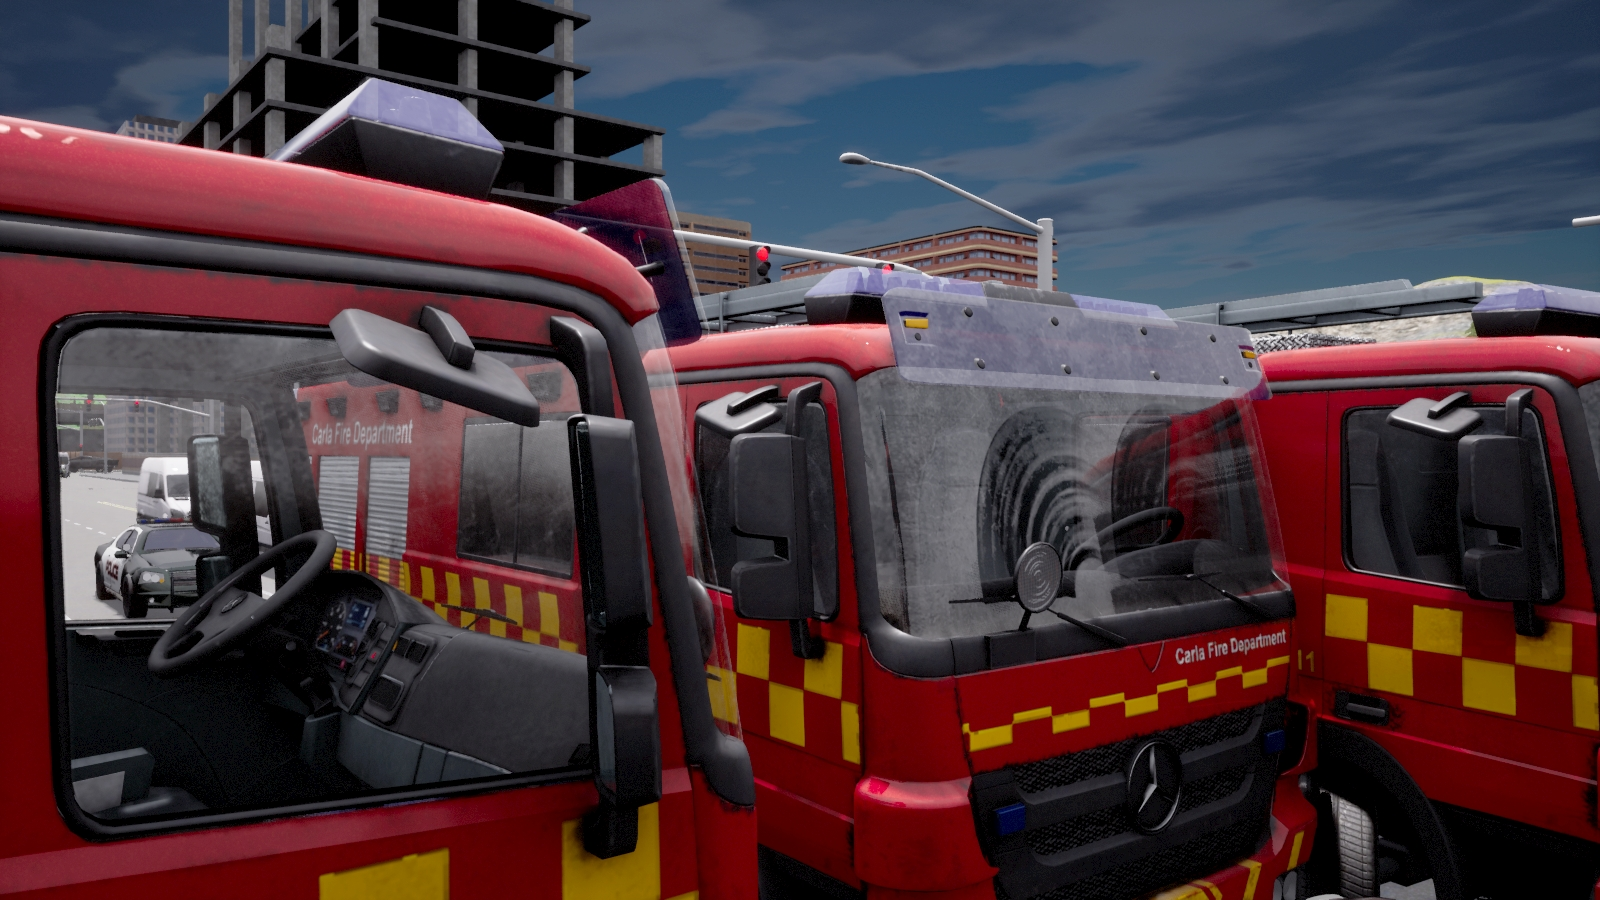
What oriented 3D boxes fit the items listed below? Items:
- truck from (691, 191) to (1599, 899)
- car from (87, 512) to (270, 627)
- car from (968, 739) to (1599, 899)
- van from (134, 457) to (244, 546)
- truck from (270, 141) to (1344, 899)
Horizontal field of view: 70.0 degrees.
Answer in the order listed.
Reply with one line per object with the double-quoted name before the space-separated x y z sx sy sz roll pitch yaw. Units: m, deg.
"truck" 2.348 0.890 8.605 2.891 3.827 8.468 0 0 -31
"car" -11.386 2.038 20.746 2.038 1.542 4.974 0 0 -39
"car" 2.437 2.065 3.109 1.970 1.475 3.806 0 0 -30
"van" -19.512 1.534 36.330 1.988 2.561 5.915 0 0 -39
"truck" -1.099 0.890 8.003 2.891 3.827 8.468 0 0 -38
